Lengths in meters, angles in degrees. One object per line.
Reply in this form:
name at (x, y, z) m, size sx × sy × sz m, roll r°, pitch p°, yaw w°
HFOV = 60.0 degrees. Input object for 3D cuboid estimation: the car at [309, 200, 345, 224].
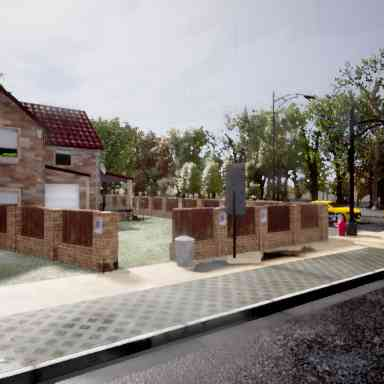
car at (7.818, 1.468, 23.343) m, size 1.812 × 1.442 × 4.674 m, roll 0°, pitch 0°, yaw -35°

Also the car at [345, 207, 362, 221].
car at (10.309, 1.423, 25.451) m, size 1.882 × 1.535 × 5.008 m, roll 0°, pitch 0°, yaw -35°

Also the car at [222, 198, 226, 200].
car at (4.269, 1.396, 33.935) m, size 2.128 × 1.511 × 4.902 m, roll 0°, pitch 0°, yaw -35°
